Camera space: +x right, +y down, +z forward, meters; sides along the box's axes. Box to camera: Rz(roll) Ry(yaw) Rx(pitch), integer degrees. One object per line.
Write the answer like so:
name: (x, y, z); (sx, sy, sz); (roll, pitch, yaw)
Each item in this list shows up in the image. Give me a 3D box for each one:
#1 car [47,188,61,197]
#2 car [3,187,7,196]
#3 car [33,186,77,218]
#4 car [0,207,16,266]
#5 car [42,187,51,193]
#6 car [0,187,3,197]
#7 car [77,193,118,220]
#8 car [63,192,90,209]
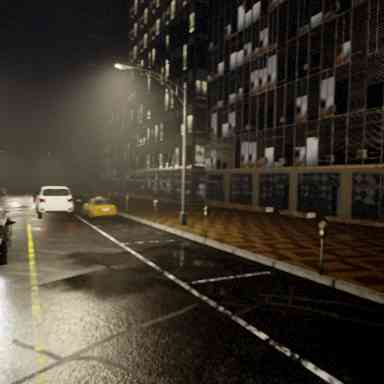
car: (-23.856, 0.041, 57.416); (1.752, 1.417, 4.829); (-1, 2, -27)
car: (-31.274, 0.088, 53.517); (1.802, 1.307, 4.206); (-1, 2, -27)
car: (-9.577, 0.618, 23.048); (2.150, 2.045, 5.566); (0, 2, -26)
car: (-6.473, 1.195, 9.979); (2.128, 1.511, 4.902); (0, 2, -27)
car: (-33.843, -0.425, 77.384); (1.802, 1.307, 4.206); (-1, 2, -27)
car: (-26.243, 0.317, 43.458); (1.887, 1.381, 4.507); (-1, 2, -27)
car: (-6.245, 0.978, 22.214); (1.752, 1.417, 4.829); (-1, 2, -27)
car: (-11.200, 0.752, 32.120); (1.947, 1.339, 4.313); (-1, 2, -27)
